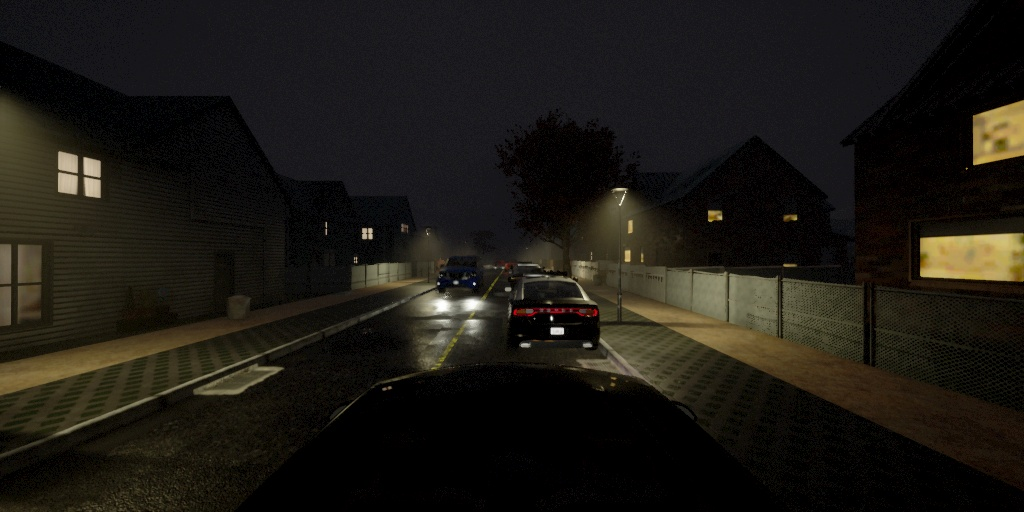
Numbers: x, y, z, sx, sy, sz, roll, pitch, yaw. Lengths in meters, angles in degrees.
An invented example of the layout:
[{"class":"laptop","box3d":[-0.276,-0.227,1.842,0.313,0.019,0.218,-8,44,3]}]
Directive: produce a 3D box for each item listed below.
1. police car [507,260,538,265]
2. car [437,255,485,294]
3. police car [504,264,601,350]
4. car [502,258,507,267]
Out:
[{"class":"police car","box3d":[0.853,1.184,19.178,1.930,1.638,5.238,0,0,0]},{"class":"car","box3d":[-2.819,0.981,20.813,2.150,2.045,5.566,0,0,0]},{"class":"police car","box3d":[0.837,1.178,9.177,1.930,1.638,5.238,0,0,0]},{"class":"car","box3d":[0.116,1.209,47.991,2.097,1.767,4.553,0,0,1]}]
